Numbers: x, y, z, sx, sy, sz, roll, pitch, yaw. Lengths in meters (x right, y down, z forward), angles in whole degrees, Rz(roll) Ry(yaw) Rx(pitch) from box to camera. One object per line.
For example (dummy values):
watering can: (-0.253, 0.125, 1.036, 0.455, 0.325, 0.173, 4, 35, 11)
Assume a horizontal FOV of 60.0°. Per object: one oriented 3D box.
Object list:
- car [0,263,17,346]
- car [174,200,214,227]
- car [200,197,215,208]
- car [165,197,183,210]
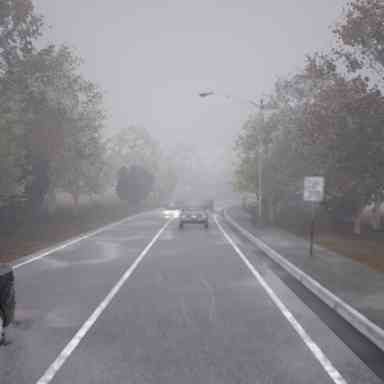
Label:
car: (-3.590, 1.472, 2.966, 1.882, 1.535, 5.008, 0, 0, 0)
car: (0.151, 1.506, 22.268, 2.033, 1.411, 5.357, 0, 0, 1)
car: (1.922, 1.439, 43.212, 2.128, 1.511, 4.902, 1, 0, 9)
car: (-2.072, 1.395, 41.465, 2.128, 1.511, 4.902, 1, 0, 8)
